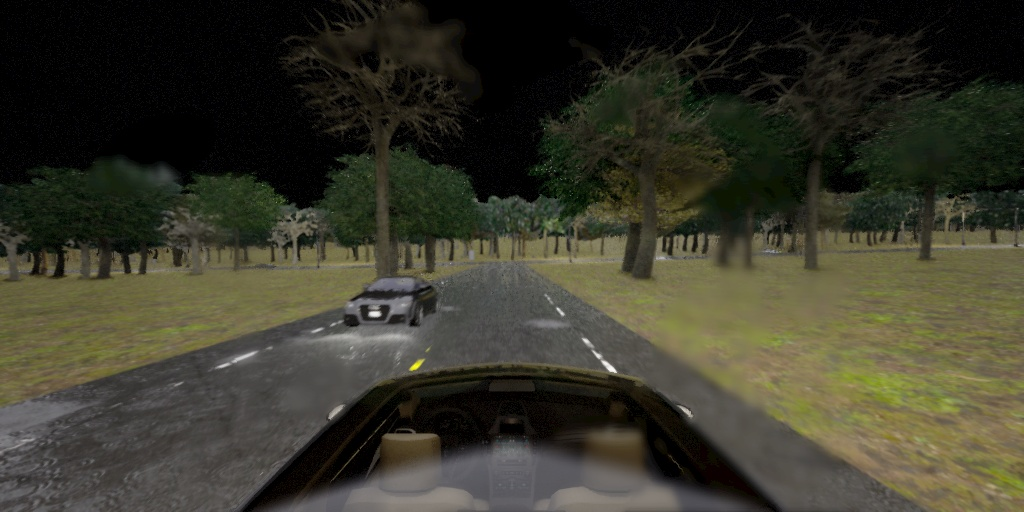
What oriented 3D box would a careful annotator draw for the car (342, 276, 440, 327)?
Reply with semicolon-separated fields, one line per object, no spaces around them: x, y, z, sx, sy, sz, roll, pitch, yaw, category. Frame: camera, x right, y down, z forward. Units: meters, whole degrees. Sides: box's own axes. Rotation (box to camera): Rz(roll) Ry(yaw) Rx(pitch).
-3.592;1.328;11.369;1.994;1.385;4.181;0;0;0;car
